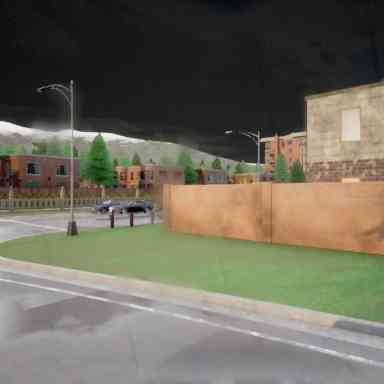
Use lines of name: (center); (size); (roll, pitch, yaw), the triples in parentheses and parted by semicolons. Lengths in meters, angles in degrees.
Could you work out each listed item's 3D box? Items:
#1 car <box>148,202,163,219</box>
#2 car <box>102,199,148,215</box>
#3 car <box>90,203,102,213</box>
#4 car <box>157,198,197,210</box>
car: (-0.900, 1.547, 28.629); (2.033, 1.411, 5.357); (0, 0, 41)
car: (-6.077, 1.492, 33.343); (2.128, 1.511, 4.902); (0, 0, 41)
car: (-8.637, 1.526, 35.702); (1.812, 1.442, 4.674); (0, 0, 41)
car: (-1.862, 1.547, 43.391); (2.033, 1.411, 5.357); (0, 0, 41)
